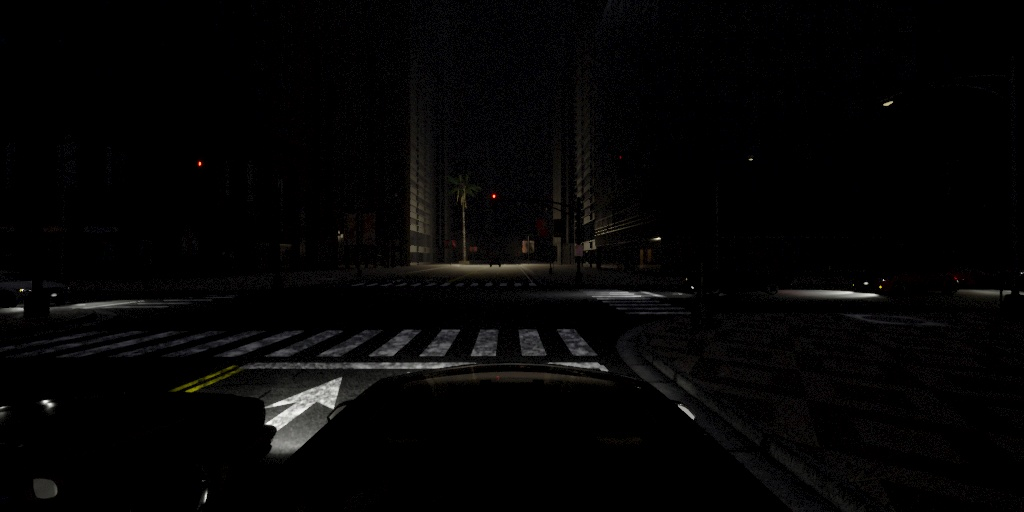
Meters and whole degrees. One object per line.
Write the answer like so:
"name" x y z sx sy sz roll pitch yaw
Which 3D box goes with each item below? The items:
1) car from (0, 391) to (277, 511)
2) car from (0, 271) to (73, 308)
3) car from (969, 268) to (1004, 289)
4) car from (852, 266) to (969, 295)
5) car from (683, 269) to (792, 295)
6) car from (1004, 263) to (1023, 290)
"car" -3.175 1.297 0.738 2.033 1.411 5.357 0 0 4
"car" -21.383 1.353 14.955 4.674 1.442 1.812 0 0 1
"car" 26.420 1.273 21.753 4.207 1.307 1.802 0 0 -1
"car" 20.621 1.251 18.893 4.181 1.385 1.994 0 0 -1
"car" 11.613 1.319 18.739 4.718 1.301 1.895 0 0 -1
"car" 29.967 1.011 19.059 4.553 1.767 2.097 0 0 -1
